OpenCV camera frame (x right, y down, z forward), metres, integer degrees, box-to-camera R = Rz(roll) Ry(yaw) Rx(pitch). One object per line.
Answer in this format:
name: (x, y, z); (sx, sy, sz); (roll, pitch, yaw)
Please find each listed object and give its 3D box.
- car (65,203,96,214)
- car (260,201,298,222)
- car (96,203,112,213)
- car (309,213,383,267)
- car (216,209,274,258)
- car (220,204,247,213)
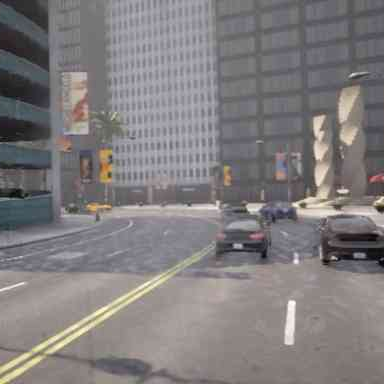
car: (-17.873, 2.623, 52.211); (4.902, 1.511, 2.128); (-2, -1, 35)
car: (7.024, 1.496, 27.680); (2.097, 1.767, 4.553); (-2, -1, -4)
car: (-15.301, 2.567, 54.634); (5.008, 1.535, 1.882); (-3, -1, 36)
car: (5.265, 1.502, 11.502); (1.837, 1.490, 4.892); (-2, 0, 16)
car: (2.128, 1.629, 13.234); (1.812, 1.442, 4.674); (-2, 0, 15)
car: (3.525, 1.750, 27.877); (1.837, 1.490, 4.892); (-1, 0, -5)
